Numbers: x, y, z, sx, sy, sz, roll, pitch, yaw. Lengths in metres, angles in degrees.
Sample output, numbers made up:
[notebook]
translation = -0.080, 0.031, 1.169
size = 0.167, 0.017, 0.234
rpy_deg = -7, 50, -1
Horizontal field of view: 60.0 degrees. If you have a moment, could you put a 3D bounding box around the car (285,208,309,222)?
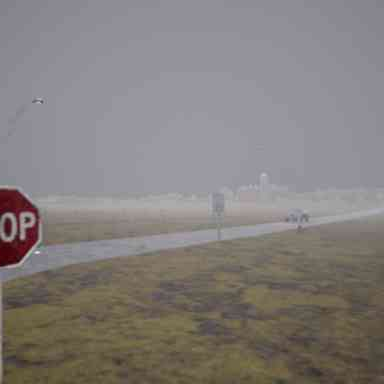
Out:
[car]
translation = 15.462, 3.397, 48.882
size = 2.150, 2.045, 5.566
rpy_deg = -2, -3, 35
